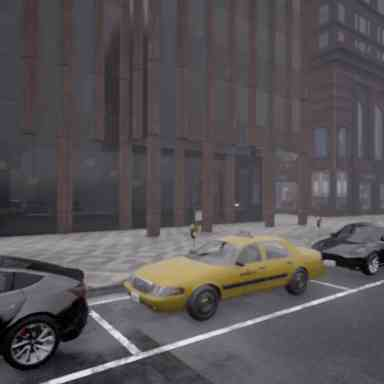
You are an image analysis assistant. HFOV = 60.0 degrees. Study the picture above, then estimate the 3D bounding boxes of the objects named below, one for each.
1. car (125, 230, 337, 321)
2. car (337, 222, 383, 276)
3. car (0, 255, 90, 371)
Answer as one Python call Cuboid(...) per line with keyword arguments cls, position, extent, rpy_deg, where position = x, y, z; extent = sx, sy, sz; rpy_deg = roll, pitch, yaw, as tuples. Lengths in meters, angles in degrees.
Cuboid(cls="car", position=(0.957, 1.565, 7.324), extent=(4.829, 1.417, 1.752), rpy_deg=(1, 0, -35))
Cuboid(cls="car", position=(5.689, 1.653, 10.687), extent=(4.313, 1.339, 1.947), rpy_deg=(1, 0, -35))
Cuboid(cls="car", position=(-3.499, 1.562, 4.157), extent=(4.313, 1.339, 1.947), rpy_deg=(1, 0, -35))
